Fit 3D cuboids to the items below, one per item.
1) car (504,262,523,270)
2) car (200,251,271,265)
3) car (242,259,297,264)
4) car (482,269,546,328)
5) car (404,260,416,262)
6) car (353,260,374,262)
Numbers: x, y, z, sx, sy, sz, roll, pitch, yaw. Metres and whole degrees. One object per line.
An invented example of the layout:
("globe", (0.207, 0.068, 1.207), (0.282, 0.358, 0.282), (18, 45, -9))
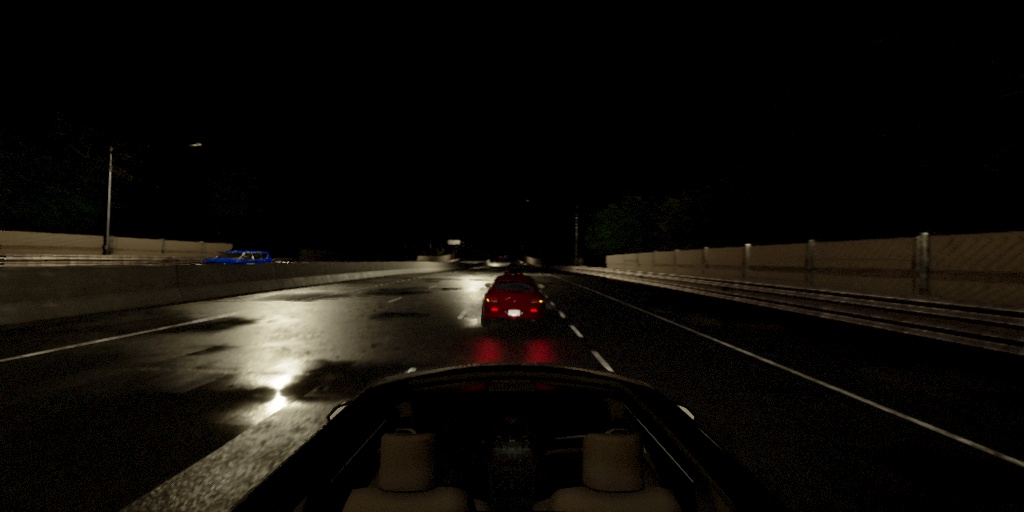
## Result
("car", (0.147, 1.584, 35.490), (1.812, 1.442, 4.674), (2, -1, 0))
("car", (-20.868, 0.601, 27.456), (2.150, 2.045, 5.566), (2, -1, 0))
("car", (-17.385, 1.073, 26.996), (1.895, 1.301, 4.718), (2, -1, 0))
("car", (0.065, 1.337, 11.682), (1.812, 1.442, 4.674), (2, 0, 0))
("car", (-17.287, 1.446, 60.336), (2.097, 1.767, 4.553), (2, -1, 1))
("car", (-24.281, 1.423, 60.147), (1.812, 1.442, 4.674), (2, -1, 1))
